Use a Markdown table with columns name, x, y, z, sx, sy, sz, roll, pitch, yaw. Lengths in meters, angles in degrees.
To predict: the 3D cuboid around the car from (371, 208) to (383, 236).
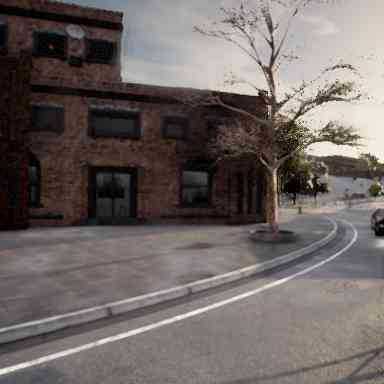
| name | x | y | z | sx | sy | sz | roll | pitch | yaw |
| --- | --- | --- | --- | --- | --- | --- | --- | --- | --- |
| car | 10.968 | 1.573 | 18.248 | 2.033 | 1.411 | 5.357 | 0 | 0 | 25 |
